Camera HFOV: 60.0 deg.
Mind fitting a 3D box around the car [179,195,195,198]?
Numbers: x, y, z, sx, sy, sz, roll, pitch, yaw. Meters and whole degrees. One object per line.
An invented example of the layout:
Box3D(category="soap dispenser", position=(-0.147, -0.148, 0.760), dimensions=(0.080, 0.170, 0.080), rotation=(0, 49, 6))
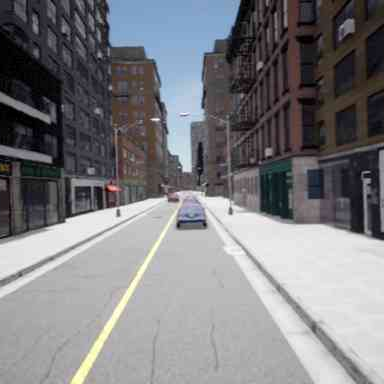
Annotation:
Box3D(category="car", position=(-0.150, 1.152, 37.679), dimensions=(1.994, 1.385, 4.181), rotation=(-2, 1, 0))

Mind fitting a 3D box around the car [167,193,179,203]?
Box3D(category="car", position=(-3.099, 0.946, 56.067), dimensions=(1.882, 1.535, 5.008), rotation=(-2, 0, 0))

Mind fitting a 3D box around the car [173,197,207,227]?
Box3D(category="car", position=(-0.032, 1.320, 20.968), dimensions=(2.033, 1.411, 5.357), rotation=(-2, 1, 0))
